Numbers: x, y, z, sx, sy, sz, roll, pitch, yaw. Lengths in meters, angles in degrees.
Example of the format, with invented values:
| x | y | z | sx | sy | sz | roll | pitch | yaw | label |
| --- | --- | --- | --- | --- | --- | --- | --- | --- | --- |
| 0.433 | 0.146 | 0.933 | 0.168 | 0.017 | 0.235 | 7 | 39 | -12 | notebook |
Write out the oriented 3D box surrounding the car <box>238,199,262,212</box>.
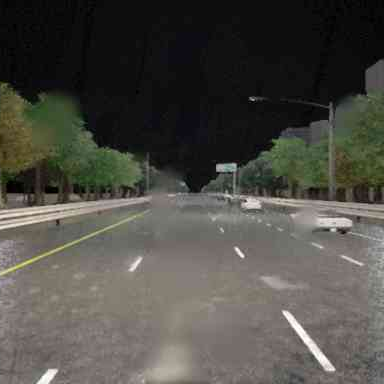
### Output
| x | y | z | sx | sy | sz | roll | pitch | yaw | label |
| --- | --- | --- | --- | --- | --- | --- | --- | --- | --- |
| 7.080 | 1.548 | 39.647 | 1.812 | 1.442 | 4.674 | 0 | 0 | 0 | car |

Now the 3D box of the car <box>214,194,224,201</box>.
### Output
| x | y | z | sx | sy | sz | roll | pitch | yaw | label |
| --- | --- | --- | --- | --- | --- | --- | --- | --- | --- |
| 7.402 | 1.539 | 87.297 | 1.837 | 1.490 | 4.892 | 0 | 0 | 1 | car |

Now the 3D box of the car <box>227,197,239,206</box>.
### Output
| x | y | z | sx | sy | sz | roll | pitch | yaw | label |
| --- | --- | --- | --- | --- | --- | --- | --- | --- | --- |
| 7.170 | 1.518 | 57.152 | 2.128 | 1.511 | 4.902 | 0 | 0 | 0 | car |

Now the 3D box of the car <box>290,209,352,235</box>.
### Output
| x | y | z | sx | sy | sz | roll | pitch | yaw | label |
| --- | --- | --- | --- | --- | --- | --- | --- | --- | --- |
| 7.016 | 1.603 | 18.705 | 1.895 | 1.301 | 4.718 | 0 | 0 | 0 | car |
